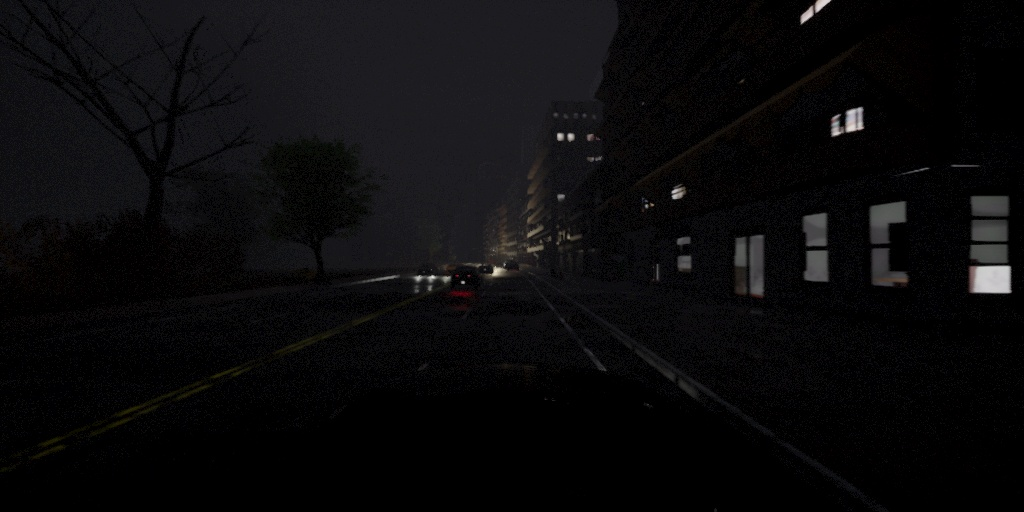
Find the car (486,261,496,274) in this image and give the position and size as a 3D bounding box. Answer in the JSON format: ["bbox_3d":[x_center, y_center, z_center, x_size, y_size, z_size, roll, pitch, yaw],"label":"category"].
[{"bbox_3d":[-3.499,1.701,47.954,1.994,1.385,4.181,0,0,-2],"label":"car"}]

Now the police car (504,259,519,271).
[{"bbox_3d":[0.154,1.672,60.357,1.930,1.638,5.238,0,-1,-3],"label":"police car"}]

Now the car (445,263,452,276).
[{"bbox_3d":[-6.786,1.570,42.929,1.882,1.535,5.008,0,-1,-1],"label":"car"}]

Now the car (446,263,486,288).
[{"bbox_3d":[-3.158,1.453,25.546,1.837,1.490,4.892,0,0,0],"label":"car"}]

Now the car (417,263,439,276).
[{"bbox_3d":[-10.041,1.600,43.099,1.837,1.490,4.892,0,-1,-1],"label":"car"}]
